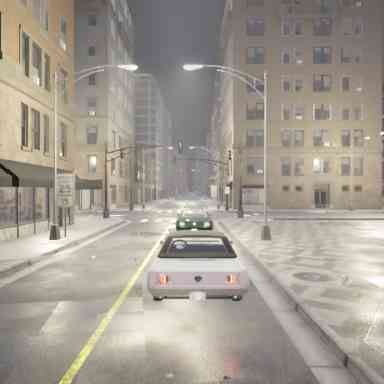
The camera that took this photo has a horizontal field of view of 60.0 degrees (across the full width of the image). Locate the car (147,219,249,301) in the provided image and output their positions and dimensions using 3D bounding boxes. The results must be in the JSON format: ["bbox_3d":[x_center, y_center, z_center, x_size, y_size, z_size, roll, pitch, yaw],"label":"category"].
[{"bbox_3d":[0.110,1.601,8.262,1.895,1.301,4.718,0,0,0],"label":"car"}]

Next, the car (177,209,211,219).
[{"bbox_3d":[0.121,1.600,18.502,1.895,1.301,4.718,0,0,0],"label":"car"}]
